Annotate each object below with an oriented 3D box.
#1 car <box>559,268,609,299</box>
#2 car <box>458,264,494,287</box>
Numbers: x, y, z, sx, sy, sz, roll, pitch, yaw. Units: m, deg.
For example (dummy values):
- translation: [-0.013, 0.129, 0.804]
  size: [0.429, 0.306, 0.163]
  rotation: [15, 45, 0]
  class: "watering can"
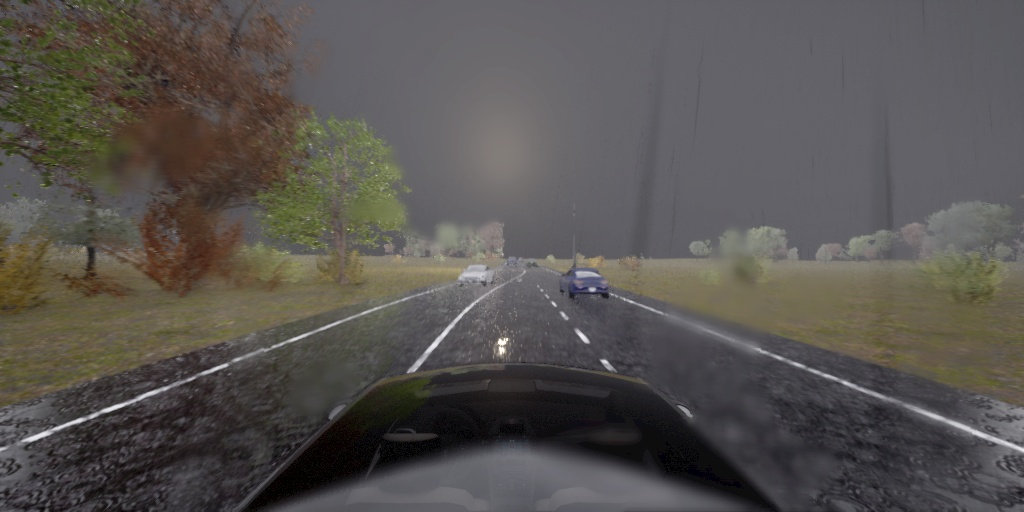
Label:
- translation: [3.508, 1.297, 17.944]
  size: [1.812, 1.442, 4.674]
  rotation: [0, 0, 0]
  class: "car"
- translation: [-2.368, 1.307, 24.800]
  size: [1.812, 1.442, 4.674]
  rotation: [0, 0, 7]
  class: "car"
